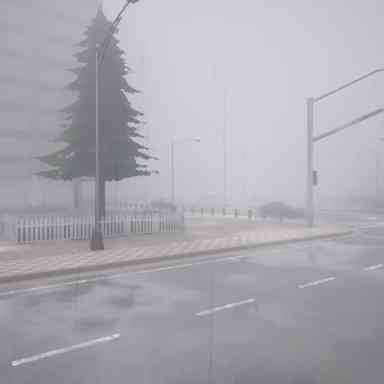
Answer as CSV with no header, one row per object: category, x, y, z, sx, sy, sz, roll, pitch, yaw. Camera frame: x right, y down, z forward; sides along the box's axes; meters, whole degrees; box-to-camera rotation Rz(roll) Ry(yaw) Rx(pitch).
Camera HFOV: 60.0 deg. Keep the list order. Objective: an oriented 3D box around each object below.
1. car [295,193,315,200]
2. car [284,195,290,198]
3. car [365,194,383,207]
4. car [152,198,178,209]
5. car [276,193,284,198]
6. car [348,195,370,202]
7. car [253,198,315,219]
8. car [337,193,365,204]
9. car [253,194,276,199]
car,21.103,1.395,62.520,1.970,1.475,3.806,0,0,-36
car,21.513,1.153,81.445,1.932,1.855,4.605,0,0,-36
car,26.683,1.153,45.101,1.932,1.855,4.605,0,0,-36
car,-3.782,1.526,45.238,1.812,1.442,4.674,0,0,-36
car,19.361,1.364,79.842,1.784,1.438,3.905,0,0,-36
car,37.185,1.364,74.060,1.784,1.438,3.905,0,0,-36
car,7.899,1.526,29.042,1.812,1.442,4.674,0,0,-36
car,34.792,1.153,72.427,1.932,1.855,4.605,0,0,-36
car,17.006,1.395,78.158,1.970,1.475,3.806,0,0,-36
